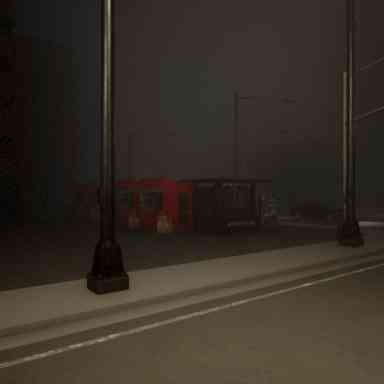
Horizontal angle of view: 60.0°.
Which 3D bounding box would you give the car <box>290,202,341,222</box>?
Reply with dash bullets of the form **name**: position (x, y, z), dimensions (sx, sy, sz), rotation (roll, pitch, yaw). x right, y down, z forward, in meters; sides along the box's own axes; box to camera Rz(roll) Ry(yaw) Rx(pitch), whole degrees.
- **car**: position (10.484, 1.612, 27.571), dimensions (1.837, 1.490, 4.892), rotation (0, -1, -36)
